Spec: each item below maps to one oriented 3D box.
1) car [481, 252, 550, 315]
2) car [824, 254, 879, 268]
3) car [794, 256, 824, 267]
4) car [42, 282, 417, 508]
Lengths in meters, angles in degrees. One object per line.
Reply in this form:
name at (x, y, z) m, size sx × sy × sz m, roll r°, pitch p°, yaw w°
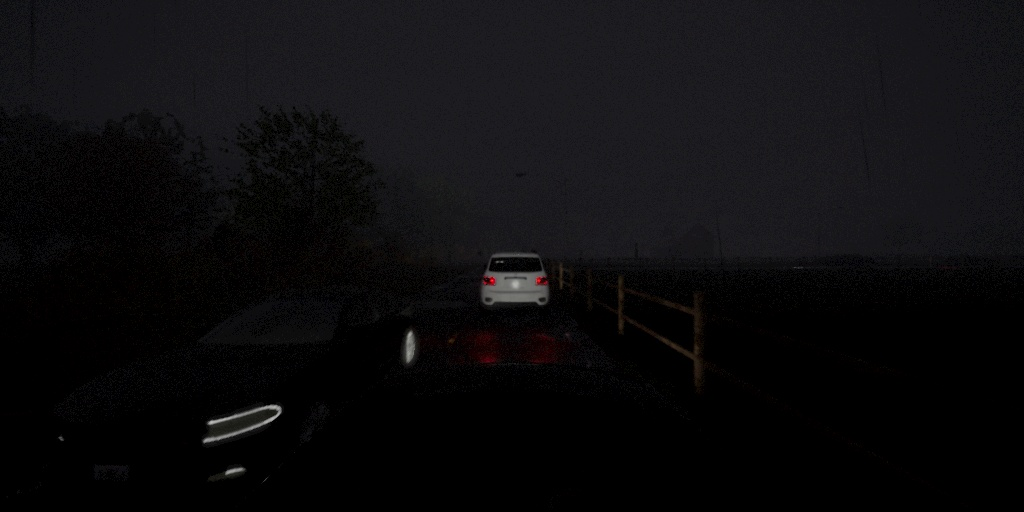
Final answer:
car at (0.096, 0.864, 13.189) m, size 2.150 × 2.045 × 5.566 m, roll 0°, pitch 1°, yaw 0°
car at (40.514, 0.502, 42.536) m, size 4.553 × 1.767 × 2.097 m, roll 0°, pitch 0°, yaw -1°
car at (38.839, 0.700, 45.337) m, size 5.357 × 1.411 × 2.033 m, roll 0°, pitch 0°, yaw -1°
car at (-2.751, 1.198, 4.960) m, size 1.882 × 1.535 × 5.008 m, roll 0°, pitch 1°, yaw 0°
